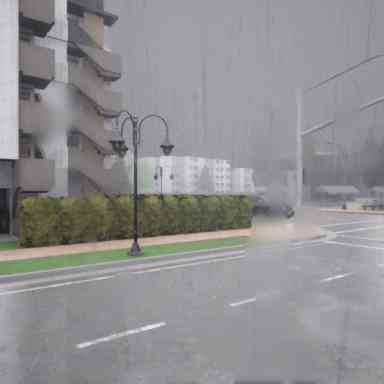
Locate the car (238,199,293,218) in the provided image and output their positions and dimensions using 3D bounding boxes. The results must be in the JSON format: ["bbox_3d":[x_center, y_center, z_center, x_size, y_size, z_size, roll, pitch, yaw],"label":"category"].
[{"bbox_3d":[6.882,1.477,31.644,1.882,1.535,5.008,0,0,-37],"label":"car"}]

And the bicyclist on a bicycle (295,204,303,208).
[{"bbox_3d":[13.423,1.300,41.677,1.656,1.620,0.582,0,0,-39],"label":"bicyclist on a bicycle"}]

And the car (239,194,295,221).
[{"bbox_3d":[5.704,1.219,27.419,2.150,2.045,5.566,0,0,-38],"label":"car"}]
